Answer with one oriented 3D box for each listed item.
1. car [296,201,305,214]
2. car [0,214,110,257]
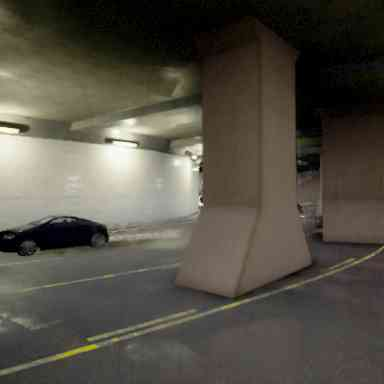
[{"bbox_3d":[10.701,1.573,36.346,2.033,1.411,5.357,0,0,2],"label":"car"},{"bbox_3d":[-5.454,1.611,13.301,4.181,1.385,1.994,0,0,-39],"label":"car"}]
